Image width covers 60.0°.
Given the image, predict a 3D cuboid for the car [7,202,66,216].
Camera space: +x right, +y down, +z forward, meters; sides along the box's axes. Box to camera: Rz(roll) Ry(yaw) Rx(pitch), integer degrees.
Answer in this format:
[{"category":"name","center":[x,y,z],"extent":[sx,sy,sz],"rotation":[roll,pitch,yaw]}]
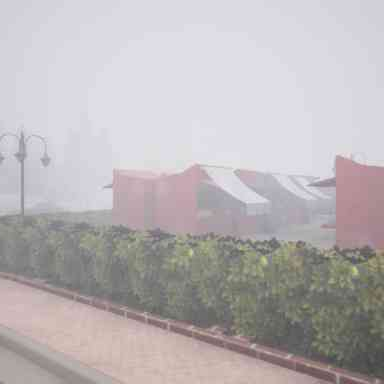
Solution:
[{"category":"car","center":[-12.969,1.580,28.003],"extent":[1.812,1.442,4.674],"rotation":[0,0,35]}]
